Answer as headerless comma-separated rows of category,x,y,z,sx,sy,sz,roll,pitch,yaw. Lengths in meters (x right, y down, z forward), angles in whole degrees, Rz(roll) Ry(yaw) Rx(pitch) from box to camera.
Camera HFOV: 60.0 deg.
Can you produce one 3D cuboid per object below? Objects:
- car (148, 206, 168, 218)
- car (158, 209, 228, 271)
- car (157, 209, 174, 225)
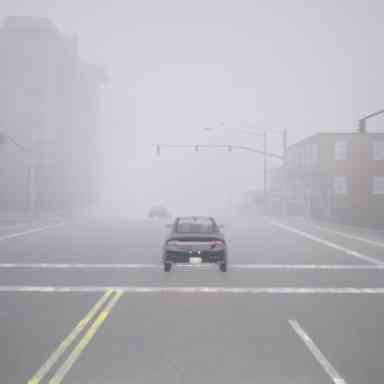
car,-3.595,2.211,36.345,1.994,1.385,4.181,0,-5,0
car,0.097,1.544,11.099,2.128,1.511,4.902,0,0,0
car,-3.593,3.501,45.477,1.882,1.535,5.008,0,-12,0
